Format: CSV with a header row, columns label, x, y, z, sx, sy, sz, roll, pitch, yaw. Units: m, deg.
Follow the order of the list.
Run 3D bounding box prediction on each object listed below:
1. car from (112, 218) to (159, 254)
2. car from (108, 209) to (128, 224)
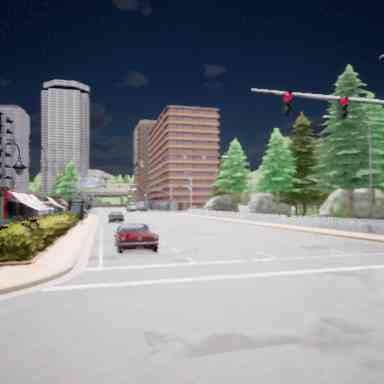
label,x,y,z,sx,sy,sz,roll,pitch,yaw
car,-2.874,2.242,16.893,1.895,1.301,4.718,0,-2,-15
car,-9.419,3.129,41.387,2.033,1.411,5.357,0,-2,-15
